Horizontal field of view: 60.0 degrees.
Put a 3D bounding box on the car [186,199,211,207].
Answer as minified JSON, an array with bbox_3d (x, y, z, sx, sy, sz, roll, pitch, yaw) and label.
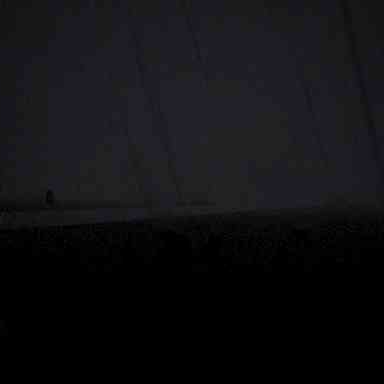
[{"bbox_3d":[1.127,1.712,53.361,1.895,1.301,4.718,2,1,36],"label":"car"}]
